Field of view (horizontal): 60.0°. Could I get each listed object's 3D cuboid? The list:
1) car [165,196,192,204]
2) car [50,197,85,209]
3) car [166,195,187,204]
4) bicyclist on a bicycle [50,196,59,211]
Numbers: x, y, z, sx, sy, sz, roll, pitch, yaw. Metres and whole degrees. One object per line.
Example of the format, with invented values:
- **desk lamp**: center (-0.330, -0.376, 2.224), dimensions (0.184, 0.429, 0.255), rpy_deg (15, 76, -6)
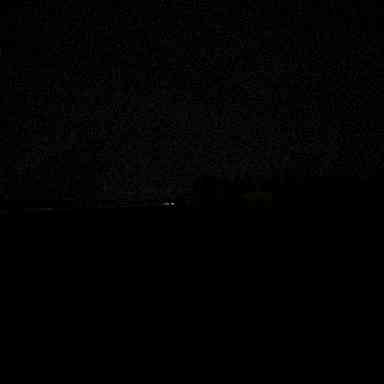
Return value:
- **car**: center (-2.406, 1.381, 61.308), dimensions (2.033, 1.411, 5.357), rpy_deg (-1, -1, 36)
- **car**: center (-15.917, 1.372, 42.656), dimensions (1.994, 1.385, 4.181), rpy_deg (-1, 0, 36)
- **car**: center (-2.209, 1.257, 56.769), dimensions (1.882, 1.535, 5.008), rpy_deg (-1, -1, 36)
- **bicyclist on a bicycle**: center (-14.324, 1.218, 34.624), dimensions (1.656, 1.620, 0.582), rpy_deg (0, 0, 36)
